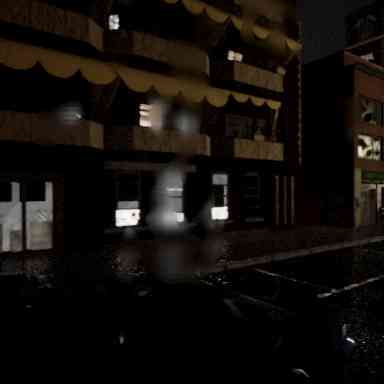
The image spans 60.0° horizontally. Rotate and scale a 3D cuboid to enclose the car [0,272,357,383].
[{"bbox_3d":[-0.743,1.542,2.841,5.357,1.411,2.033,0,0,-35],"label":"car"}]
